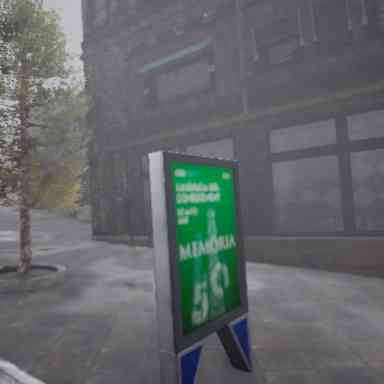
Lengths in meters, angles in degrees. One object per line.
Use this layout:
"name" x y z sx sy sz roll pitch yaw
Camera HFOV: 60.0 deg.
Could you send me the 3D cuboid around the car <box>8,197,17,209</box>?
"car" -28.554 1.867 56.094 2.435 2.045 5.566 -4 -1 15
